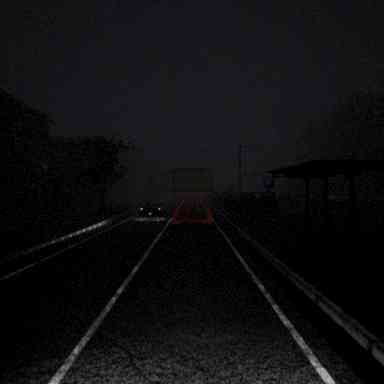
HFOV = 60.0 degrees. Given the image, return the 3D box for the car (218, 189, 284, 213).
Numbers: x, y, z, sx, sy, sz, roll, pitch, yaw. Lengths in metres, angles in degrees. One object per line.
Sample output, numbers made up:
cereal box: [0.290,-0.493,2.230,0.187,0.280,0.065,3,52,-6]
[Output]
car: [5.712,1.019,32.713,5.566,2.045,2.435,0,1,0]

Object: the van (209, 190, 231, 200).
van: [5.813,0.584,69.161,4.442,1.987,1.878,0,1,0]

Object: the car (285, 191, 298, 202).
car: [18.821,1.058,55.812,4.792,1.488,2.163,0,1,0]

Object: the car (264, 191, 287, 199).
car: [18.799,0.580,75.239,4.553,1.767,2.185,0,1,0]

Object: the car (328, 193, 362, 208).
car: [18.817,1.210,39.153,5.008,1.535,2.097,0,1,0]

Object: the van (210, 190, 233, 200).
van: [5.816,0.633,66.358,4.442,1.987,1.878,0,1,0]

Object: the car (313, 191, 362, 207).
car: [18.780,0.933,41.926,5.566,2.045,2.435,0,1,0]

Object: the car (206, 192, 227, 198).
car: [5.683,0.705,77.574,4.674,1.452,2.002,0,1,0]

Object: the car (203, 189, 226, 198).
car: [5.650,0.318,83.175,5.566,2.045,2.435,0,1,0]

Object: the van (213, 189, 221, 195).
van: [5.607,0.913,46.733,4.442,1.987,1.878,0,1,0]

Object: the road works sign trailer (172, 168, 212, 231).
road works sign trailer: [0.029,0.370,19.949,2.380,3.560,2.880,0,1,2]

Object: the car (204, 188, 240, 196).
car: [5.675,0.656,63.554,5.566,2.045,2.435,0,1,0]

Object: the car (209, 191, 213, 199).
car: [5.710,1.078,55.148,4.674,1.452,2.002,0,1,0]

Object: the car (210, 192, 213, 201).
car: [5.746,1.105,52.340,4.792,1.488,2.163,0,1,0]

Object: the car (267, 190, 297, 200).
car: [18.804,0.550,69.685,5.566,2.045,2.435,0,1,0]

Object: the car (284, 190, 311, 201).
car: [18.760,0.736,58.583,5.566,2.045,2.435,0,1,0]

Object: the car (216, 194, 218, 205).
car: [5.552,1.241,35.519,5.366,1.575,1.946,0,1,0]

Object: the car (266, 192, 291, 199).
car: [18.743,0.783,72.465,4.792,1.488,2.163,0,1,0]

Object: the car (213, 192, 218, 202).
car: [5.721,1.166,43.928,5.008,1.535,2.097,0,1,0]

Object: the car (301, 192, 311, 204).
car: [18.797,1.130,47.480,5.008,1.535,2.097,0,1,0]

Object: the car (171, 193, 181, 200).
car: [-3.240,0.849,69.823,1.994,1.385,4.181,0,1,0]

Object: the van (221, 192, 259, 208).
van: [5.847,0.966,41.123,4.442,1.987,1.878,0,1,0]

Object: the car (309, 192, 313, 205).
car: [18.799,1.159,44.703,4.892,1.521,2.231,0,1,0]

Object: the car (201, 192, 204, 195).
car: [5.654,0.366,80.372,5.566,2.045,2.435,0,1,0]

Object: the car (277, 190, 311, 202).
car: [18.814,0.693,61.359,5.566,2.045,2.435,0,1,0]

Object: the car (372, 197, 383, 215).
car: [18.640,1.311,28.051,5.366,1.575,1.946,0,1,0]

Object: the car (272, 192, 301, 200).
car: [18.964,0.846,66.914,5.366,1.575,1.946,0,1,0]

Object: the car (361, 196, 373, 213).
car: [18.851,1.318,30.827,4.792,1.488,2.163,0,1,0]

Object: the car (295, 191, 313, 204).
car: [18.983,1.096,50.258,5.366,1.575,1.946,0,1,0]

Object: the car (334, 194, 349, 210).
car: [18.821,1.236,36.377,5.008,1.535,2.097,0,1,0]

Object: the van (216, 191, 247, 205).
van: [5.836,0.881,49.535,4.442,1.987,1.878,0,1,0]

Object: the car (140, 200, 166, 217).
car: [-3.344,1.423,28.887,1.895,1.301,4.718,0,1,0]

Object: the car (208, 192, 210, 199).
car: [5.716,0.998,57.950,4.892,1.521,2.231,0,1,0]

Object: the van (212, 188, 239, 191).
van: [5.823,0.729,60.754,4.442,1.987,1.878,0,1,0]

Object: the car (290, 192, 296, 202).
car: [18.766,1.098,53.029,4.792,1.488,2.163,0,1,0]

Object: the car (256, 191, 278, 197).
car: [18.764,0.563,83.567,4.892,1.521,2.231,0,1,0]

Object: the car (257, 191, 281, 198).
car: [18.576,0.607,80.790,5.366,1.575,1.946,0,1,0]

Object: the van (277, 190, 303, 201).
van: [18.898,0.671,64.136,4.442,1.987,1.878,0,1,0]

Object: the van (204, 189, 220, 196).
van: [5.549,0.150,94.387,4.442,1.987,1.878,0,1,0]

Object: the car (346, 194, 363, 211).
car: [18.825,1.263,33.601,4.892,1.521,2.231,0,1,0]
